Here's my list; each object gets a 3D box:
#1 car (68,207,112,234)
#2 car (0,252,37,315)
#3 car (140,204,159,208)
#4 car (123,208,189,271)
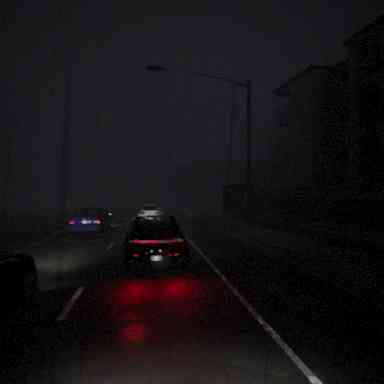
[{"bbox_3d":[-5.897,1.608,19.616,2.033,1.411,5.357,0,0,-8],"label":"car"},{"bbox_3d":[-4.004,1.519,5.110,2.128,1.511,4.902,0,0,-6],"label":"car"},{"bbox_3d":[-3.135,1.583,24.716,1.812,1.442,4.674,0,0,-9],"label":"car"},{"bbox_3d":[-1.226,1.518,11.084,2.128,1.511,4.902,0,0,-7],"label":"car"}]
